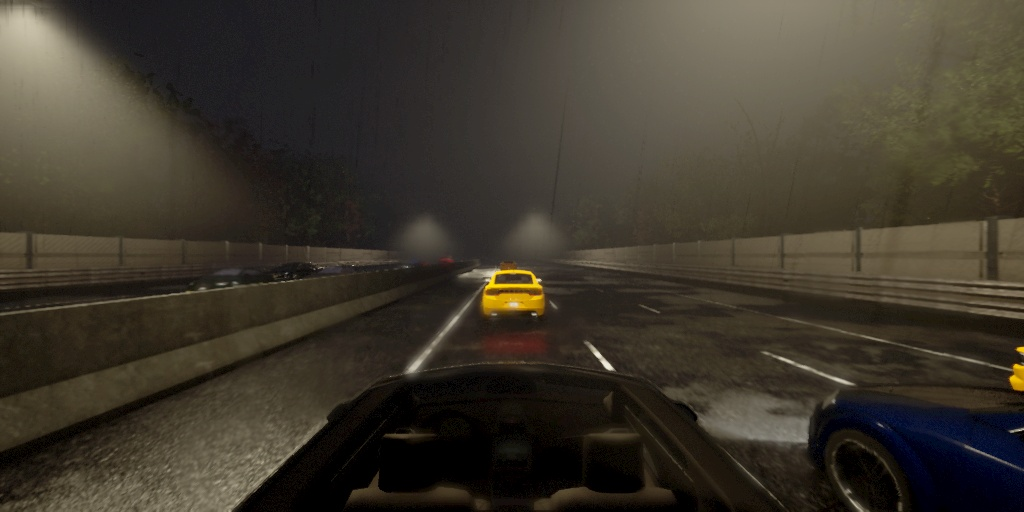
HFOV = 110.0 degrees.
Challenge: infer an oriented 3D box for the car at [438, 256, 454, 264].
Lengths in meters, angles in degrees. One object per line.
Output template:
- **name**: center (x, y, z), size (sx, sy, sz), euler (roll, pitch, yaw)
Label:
- **car**: center (-11.635, 0.991, 63.414), size (2.150, 2.045, 5.566), euler (0, 0, -1)

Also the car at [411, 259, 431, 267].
- **car**: center (-15.025, 1.367, 60.098), size (1.895, 1.301, 4.718), euler (0, 0, -1)

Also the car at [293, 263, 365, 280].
- **car**: center (-10.736, 1.306, 22.116), size (2.033, 1.411, 5.357), euler (0, 0, -1)

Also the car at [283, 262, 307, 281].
- **car**: center (-17.840, 1.264, 29.446), size (1.837, 1.490, 4.892), euler (0, 0, -1)

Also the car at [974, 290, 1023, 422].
- **car**: center (7.092, 1.226, 2.272), size (1.882, 1.535, 5.008), euler (0, 0, 0)

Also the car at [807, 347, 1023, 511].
- **car**: center (3.592, 1.313, 1.407), size (1.994, 1.385, 4.181), euler (0, 0, 0)

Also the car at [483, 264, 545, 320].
- **car**: center (0.050, 1.231, 12.680), size (1.882, 1.535, 5.008), euler (0, 0, 0)

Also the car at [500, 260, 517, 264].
- **car**: center (-0.425, 1.242, 43.515), size (1.882, 1.535, 5.008), euler (0, 0, -1)

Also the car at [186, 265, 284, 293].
- **car**: center (-14.198, 1.321, 18.466), size (1.994, 1.385, 4.181), euler (0, 0, -1)
